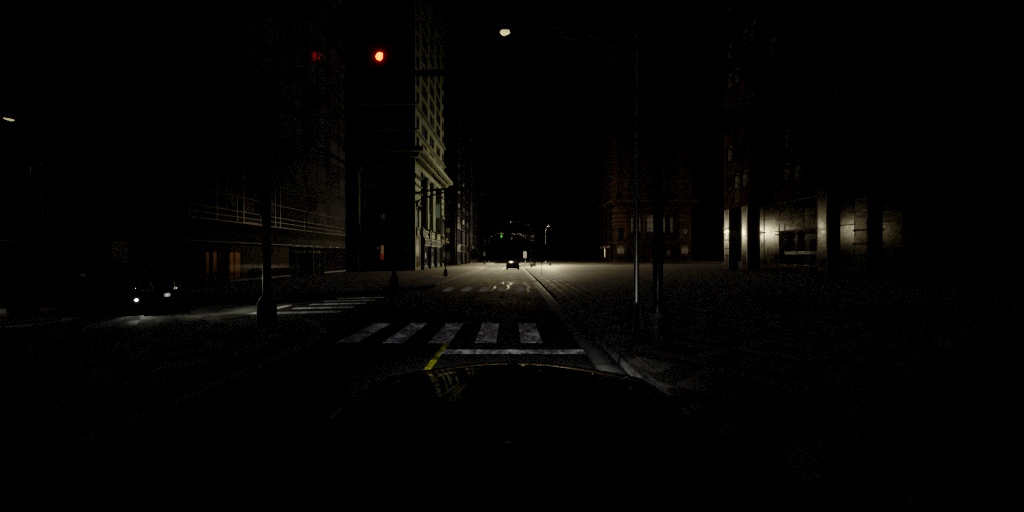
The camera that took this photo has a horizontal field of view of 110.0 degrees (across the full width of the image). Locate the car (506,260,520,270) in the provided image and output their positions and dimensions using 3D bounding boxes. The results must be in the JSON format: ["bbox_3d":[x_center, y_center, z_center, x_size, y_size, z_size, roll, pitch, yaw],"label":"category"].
[{"bbox_3d":[0.111,1.325,53.476,1.994,1.385,4.181,0,0,0],"label":"car"}]

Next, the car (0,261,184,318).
[{"bbox_3d":[-16.104,1.192,13.855,5.566,2.045,2.150,-1,0,0],"label":"car"}]
